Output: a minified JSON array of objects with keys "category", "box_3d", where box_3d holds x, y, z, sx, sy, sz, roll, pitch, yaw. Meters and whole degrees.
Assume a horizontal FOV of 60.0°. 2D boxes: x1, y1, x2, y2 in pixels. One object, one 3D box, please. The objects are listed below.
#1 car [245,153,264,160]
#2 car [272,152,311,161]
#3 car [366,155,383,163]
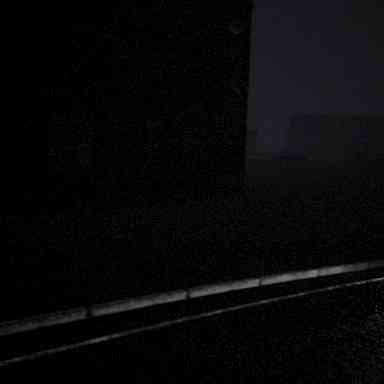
[{"category":"car","box_3d":[6.474,-4.071,40.919,4.674,1.452,2.002,2,-2,9]},{"category":"car","box_3d":[11.909,-4.025,40.101,4.553,1.767,2.185,2,-2,9]},{"category":"car","box_3d":[22.713,-3.475,38.457,4.892,1.521,2.231,2,-2,9]}]
